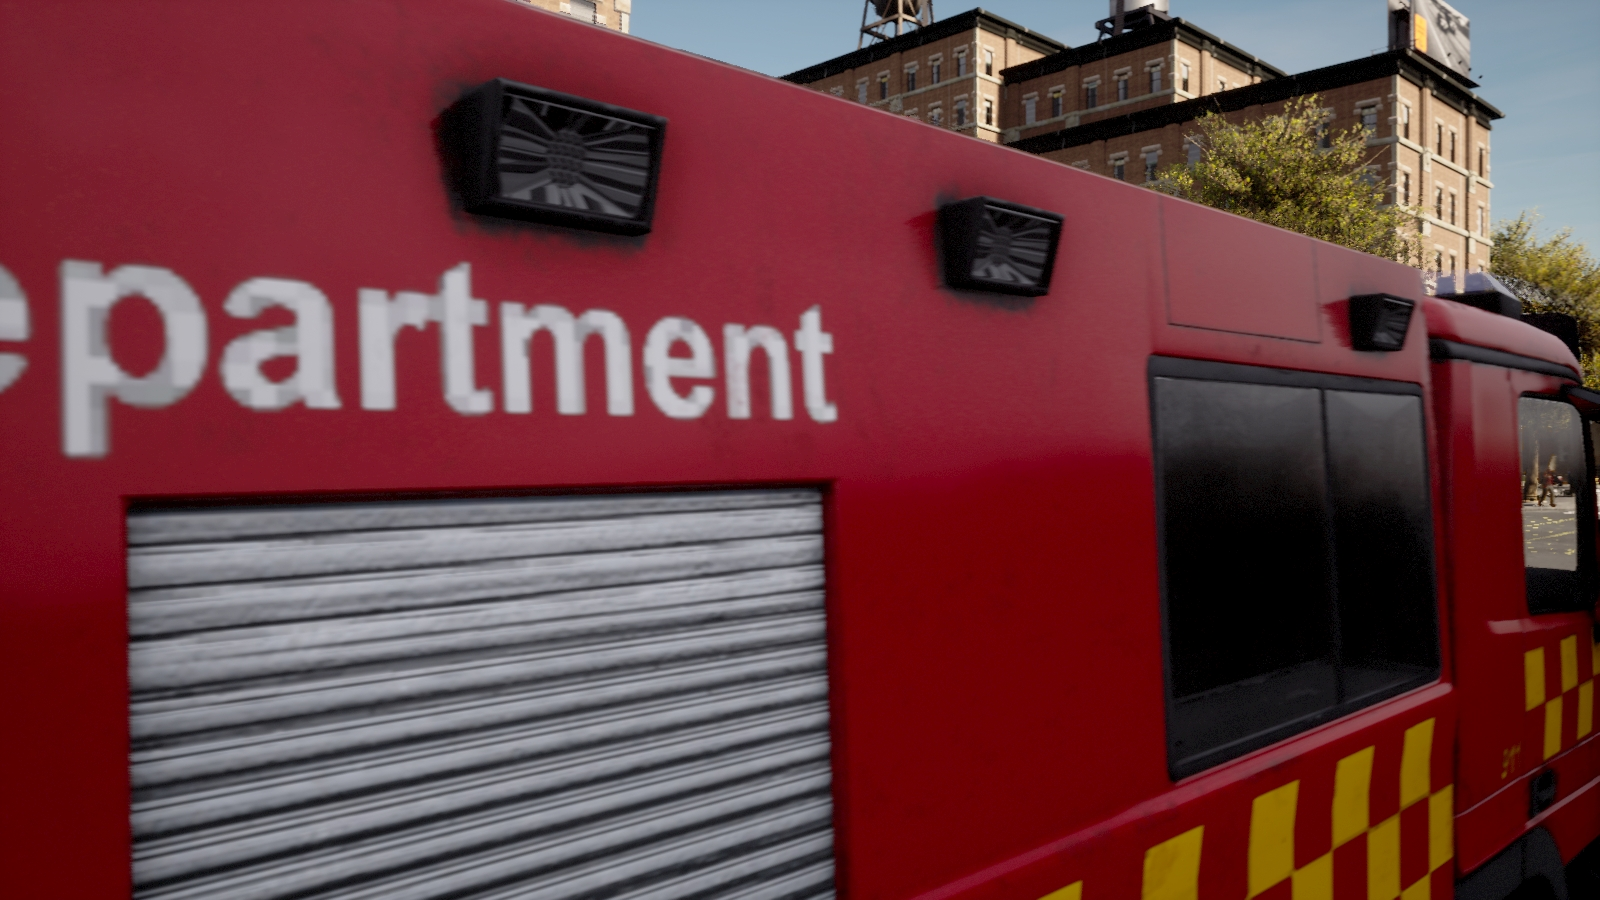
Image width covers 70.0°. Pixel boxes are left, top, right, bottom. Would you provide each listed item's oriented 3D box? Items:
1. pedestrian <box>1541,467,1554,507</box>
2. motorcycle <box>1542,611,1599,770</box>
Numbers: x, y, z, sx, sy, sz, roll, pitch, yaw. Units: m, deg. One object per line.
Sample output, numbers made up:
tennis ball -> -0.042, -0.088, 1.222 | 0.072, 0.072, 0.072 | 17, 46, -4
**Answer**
pedestrian -> 35.273, 1.736, 53.931 | 0.375, 1.860, 0.375 | 0, 0, -7
motorcycle -> 7.707, 2.222, 10.712 | 2.033, 1.145, 0.803 | 0, 0, -43
